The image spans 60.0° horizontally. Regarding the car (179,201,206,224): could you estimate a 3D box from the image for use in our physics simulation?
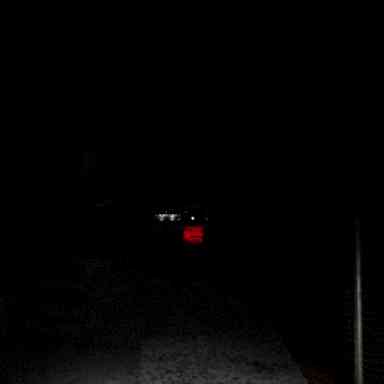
[{"bbox_3d":[0.049,1.679,26.375,1.837,1.490,4.892,0,-1,0],"label":"car"}]

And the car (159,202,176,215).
[{"bbox_3d":[-2.930,1.961,40.504,2.033,1.411,5.357,0,-1,0],"label":"car"}]

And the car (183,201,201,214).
[{"bbox_3d":[0.010,1.956,42.970,2.128,1.511,4.902,0,-1,0],"label":"car"}]
